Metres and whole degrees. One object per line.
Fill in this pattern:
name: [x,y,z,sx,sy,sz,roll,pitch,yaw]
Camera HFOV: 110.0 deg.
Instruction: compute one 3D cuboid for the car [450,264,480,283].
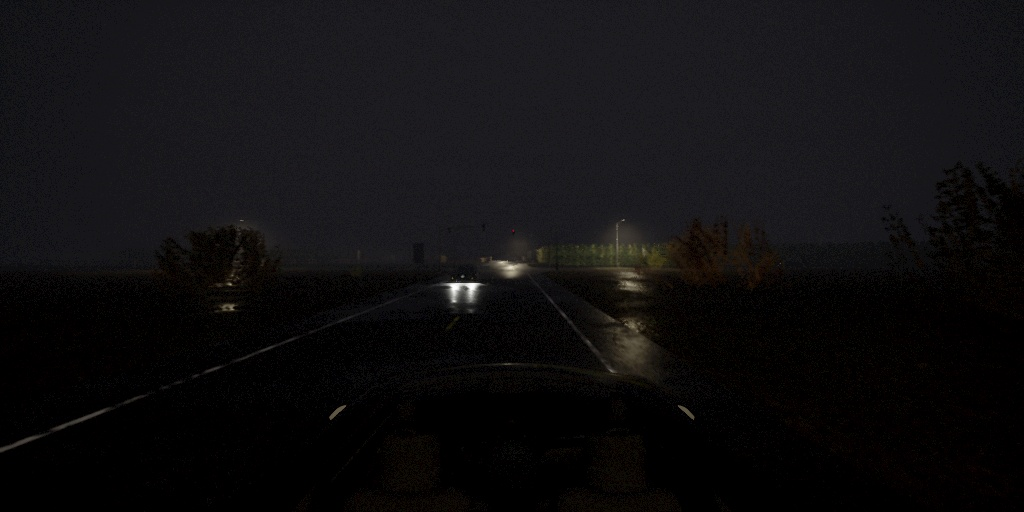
car: [-3.595,1.298,28.048,1.994,1.385,4.181,0,0,0]
